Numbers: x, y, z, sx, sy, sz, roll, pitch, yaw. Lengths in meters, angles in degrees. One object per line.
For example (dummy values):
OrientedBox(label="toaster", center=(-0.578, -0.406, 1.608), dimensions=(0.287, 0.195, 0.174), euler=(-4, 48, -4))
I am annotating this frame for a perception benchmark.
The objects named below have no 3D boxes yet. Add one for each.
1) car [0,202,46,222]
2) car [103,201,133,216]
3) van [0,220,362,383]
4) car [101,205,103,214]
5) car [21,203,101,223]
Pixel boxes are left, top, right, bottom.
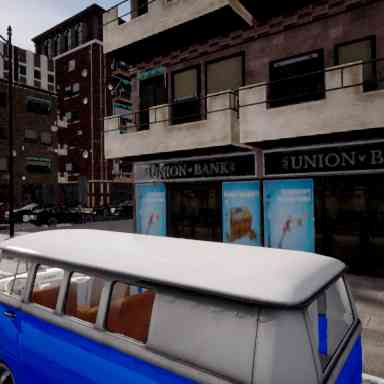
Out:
OrientedBox(label="car", center=(-12.484, 1.635, 26.980), dimensions=(1.837, 1.490, 4.892), euler=(-1, -1, 36))
OrientedBox(label="car", center=(-6.484, 1.680, 35.205), dimensions=(2.128, 1.511, 4.902), euler=(-1, -1, 36))
OrientedBox(label="van", center=(-0.516, 1.342, 3.219), dimensions=(3.998, 1.788, 1.690), euler=(0, -1, 35))
OrientedBox(label="car", center=(-8.820, 1.798, 36.408), dimensions=(1.947, 1.339, 4.313), euler=(-2, -1, 36))
OrientedBox(label="car", center=(-8.691, 1.584, 22.357), dimensions=(1.947, 1.339, 4.313), euler=(-2, -1, 36))
